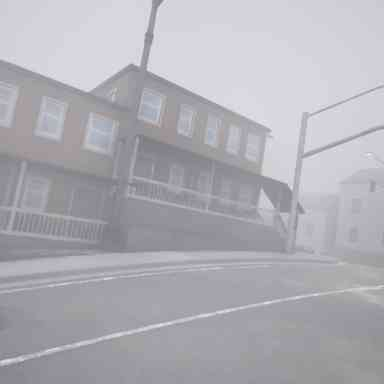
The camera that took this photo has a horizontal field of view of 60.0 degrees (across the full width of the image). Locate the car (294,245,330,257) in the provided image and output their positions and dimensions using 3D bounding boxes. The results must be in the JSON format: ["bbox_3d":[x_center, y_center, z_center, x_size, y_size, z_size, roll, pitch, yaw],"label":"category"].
[{"bbox_3d":[9.824,5.503,29.203,2.097,1.767,4.553,13,-16,-34],"label":"car"}]
